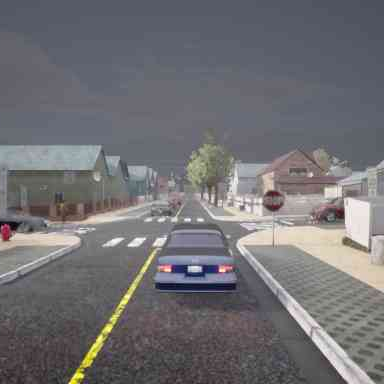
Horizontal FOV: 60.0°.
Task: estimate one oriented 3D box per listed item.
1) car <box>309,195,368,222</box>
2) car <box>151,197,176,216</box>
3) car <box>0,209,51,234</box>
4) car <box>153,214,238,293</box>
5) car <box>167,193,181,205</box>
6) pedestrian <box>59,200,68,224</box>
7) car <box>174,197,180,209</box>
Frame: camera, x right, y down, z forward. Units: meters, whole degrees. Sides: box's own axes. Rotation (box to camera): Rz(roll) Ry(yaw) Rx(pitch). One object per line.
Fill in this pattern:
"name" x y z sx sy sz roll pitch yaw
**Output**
"car" 10.326 1.067 22.487 4.553 1.767 2.097 -2 -1 -1
"car" -2.894 1.528 32.744 1.812 1.442 4.674 0 0 0
"car" -10.837 1.722 19.368 4.902 1.511 2.128 -2 -1 0
"car" 0.118 1.550 8.992 2.033 1.411 5.357 0 0 1
"car" -2.957 1.221 55.954 2.150 2.045 5.566 0 0 0
"pedestrian" -9.738 1.462 25.242 0.375 1.860 0.375 0 0 0
"car" -2.923 1.602 42.839 1.895 1.301 4.718 0 0 0
